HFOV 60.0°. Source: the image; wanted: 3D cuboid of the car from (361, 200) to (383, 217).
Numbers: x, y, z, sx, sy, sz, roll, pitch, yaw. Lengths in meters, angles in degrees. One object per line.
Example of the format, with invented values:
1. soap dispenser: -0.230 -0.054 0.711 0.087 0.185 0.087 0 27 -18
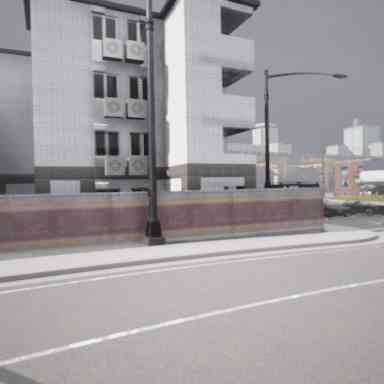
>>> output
1. car: 14.501 1.348 28.484 1.895 1.301 4.718 -1 1 -21

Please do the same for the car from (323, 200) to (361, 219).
1. car: 10.979 1.371 27.865 2.033 1.411 5.357 -1 1 -21
